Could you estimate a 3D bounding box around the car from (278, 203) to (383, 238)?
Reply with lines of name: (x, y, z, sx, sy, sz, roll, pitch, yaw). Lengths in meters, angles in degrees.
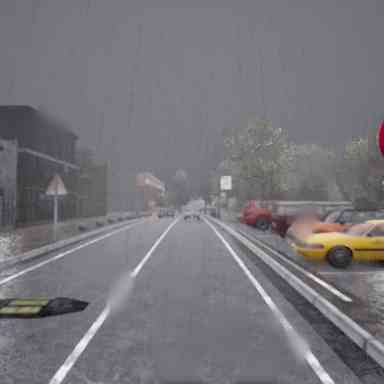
car: (6.300, 1.498, 13.976, 4.553, 1.767, 2.185, 0, -1, 0)

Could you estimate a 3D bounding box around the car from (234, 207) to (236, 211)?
car: (6.160, 1.909, 26.114, 5.008, 1.535, 2.097, 0, -2, -1)

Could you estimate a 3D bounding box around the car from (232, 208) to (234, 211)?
car: (6.150, 1.871, 29.153, 4.553, 1.767, 2.185, 0, -2, -1)

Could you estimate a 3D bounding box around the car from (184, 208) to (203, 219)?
car: (-0.004, 2.731, 41.718, 1.895, 1.301, 4.718, 0, -3, -1)

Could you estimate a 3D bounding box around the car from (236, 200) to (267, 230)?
car: (6.220, 1.575, 23.205, 5.566, 2.045, 2.435, 0, -1, -1)

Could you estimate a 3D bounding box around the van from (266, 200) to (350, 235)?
van: (6.362, 1.458, 17.015, 4.442, 1.987, 1.878, 0, -1, 0)

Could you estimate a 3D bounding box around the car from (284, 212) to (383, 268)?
car: (6.107, 1.574, 11.055, 5.366, 1.575, 1.946, 0, -1, 0)

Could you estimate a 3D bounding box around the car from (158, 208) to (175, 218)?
car: (-3.370, 2.855, 44.620, 1.994, 1.385, 4.181, 0, -3, 0)
